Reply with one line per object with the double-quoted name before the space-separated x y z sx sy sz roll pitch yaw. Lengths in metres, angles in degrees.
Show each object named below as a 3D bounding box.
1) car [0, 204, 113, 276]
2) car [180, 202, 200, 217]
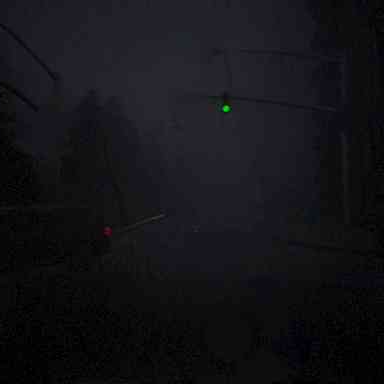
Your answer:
"car" -5.058 1.423 9.642 5.566 2.045 2.150 0 1 -42
"car" -0.201 1.920 36.955 1.837 1.490 4.892 -1 -1 5
